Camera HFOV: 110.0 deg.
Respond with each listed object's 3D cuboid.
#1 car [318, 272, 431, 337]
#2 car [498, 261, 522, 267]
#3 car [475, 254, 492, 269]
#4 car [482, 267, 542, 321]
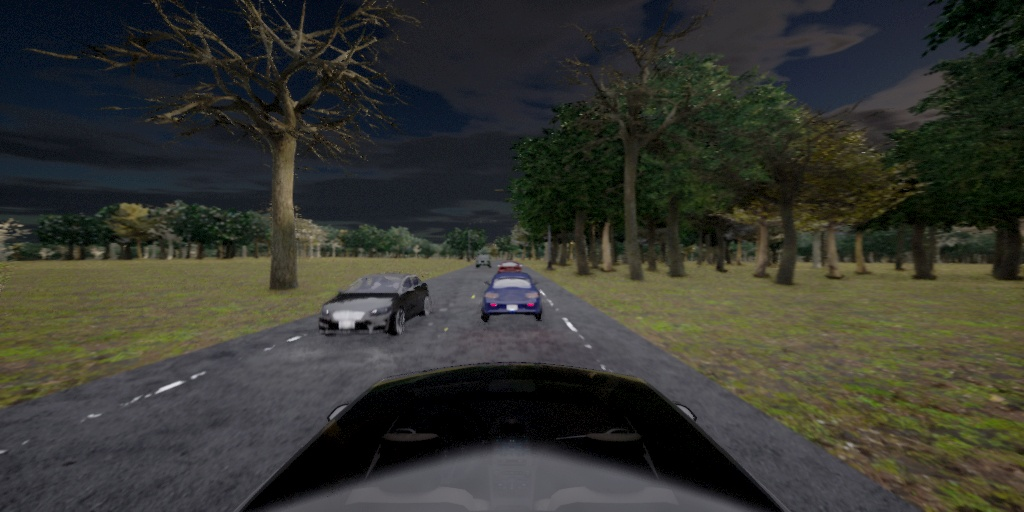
[{"bbox_3d":[-3.700,1.261,10.467,2.128,1.511,4.902,0,0,0],"label":"car"},{"bbox_3d":[-0.155,1.149,29.759,1.882,1.535,5.008,0,0,-1],"label":"car"},{"bbox_3d":[-4.250,0.790,54.144,2.150,2.045,5.566,0,0,-1],"label":"car"},{"bbox_3d":[0.004,1.265,12.303,1.812,1.442,4.674,0,0,0],"label":"car"}]
